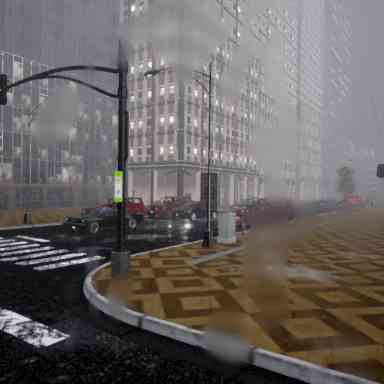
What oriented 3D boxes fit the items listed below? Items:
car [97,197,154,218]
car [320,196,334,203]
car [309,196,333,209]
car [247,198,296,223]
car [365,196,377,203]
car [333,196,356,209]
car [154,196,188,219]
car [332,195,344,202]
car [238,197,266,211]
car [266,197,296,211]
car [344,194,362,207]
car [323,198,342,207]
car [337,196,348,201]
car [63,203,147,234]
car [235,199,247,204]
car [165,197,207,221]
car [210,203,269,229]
[{"bbox_3d":[-5.451,1.274,23.763,2.192,1.841,5.009,1,0,35],"label":"car"},{"bbox_3d":[29.883,1.616,73.514,1.802,1.307,4.206,1,1,35],"label":"car"},{"bbox_3d":[18.268,1.648,47.711,1.994,1.385,4.181,1,0,36],"label":"car"},{"bbox_3d":[6.759,1.409,26.934,2.192,1.841,5.009,1,0,35],"label":"car"},{"bbox_3d":[39.521,1.598,73.493,1.967,1.590,4.097,1,1,35],"label":"car"},{"bbox_3d":[21.409,1.655,47.086,1.812,1.442,4.674,1,1,35],"label":"car"},{"bbox_3d":[-1.796,1.283,28.933,2.192,1.841,5.009,1,0,35],"label":"car"},{"bbox_3d":[36.192,1.570,82.433,1.752,1.417,4.829,1,1,35],"label":"car"},{"bbox_3d":[7.707,1.430,42.261,1.967,1.590,4.097,1,0,35],"label":"car"},{"bbox_3d":[11.734,1.524,43.493,2.128,1.511,4.902,1,1,36],"label":"car"},{"bbox_3d":[25.437,1.366,52.848,2.150,2.045,5.566,1,1,35],"label":"car"},{"bbox_3d":[23.117,1.658,54.566,1.994,1.385,4.181,1,1,35],"label":"car"},{"bbox_3d":[39.477,1.623,87.080,1.947,1.339,4.313,1,1,35],"label":"car"},{"bbox_3d":[-5.118,1.595,19.715,1.895,1.301,4.718,1,1,35],"label":"car"},{"bbox_3d":[5.785,1.511,35.153,2.128,1.511,4.902,1,1,35],"label":"car"},{"bbox_3d":[0.324,1.485,27.438,1.882,1.535,5.008,1,1,35],"label":"car"},{"bbox_3d":[3.270,1.668,22.006,1.802,1.307,4.206,1,0,35],"label":"car"}]
